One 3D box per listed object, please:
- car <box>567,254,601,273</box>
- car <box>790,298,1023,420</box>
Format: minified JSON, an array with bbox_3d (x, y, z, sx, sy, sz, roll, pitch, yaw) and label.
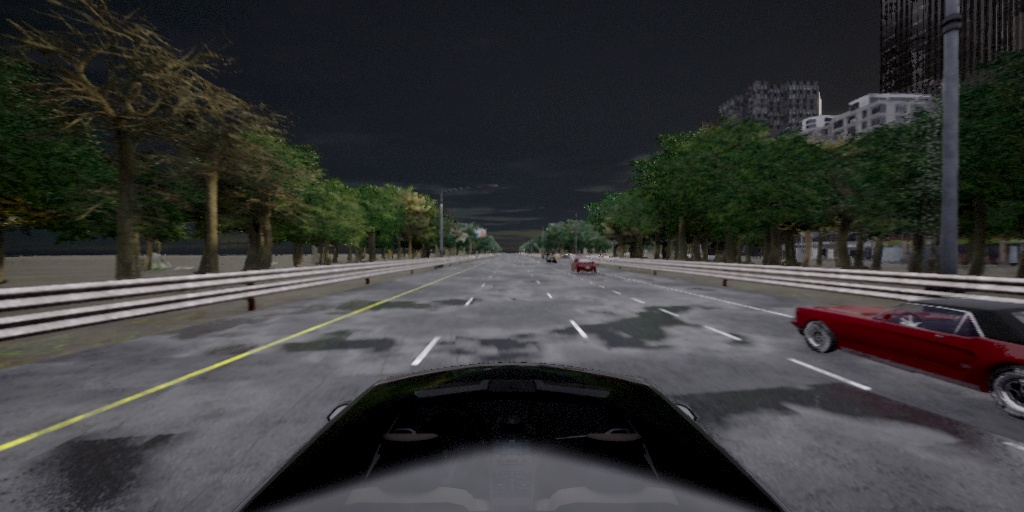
[{"bbox_3d":[7.002,0.879,35.582,1.882,1.535,5.008,0,1,0],"label":"car"},{"bbox_3d":[6.999,1.312,5.646,1.895,1.301,4.718,0,1,0],"label":"car"}]
